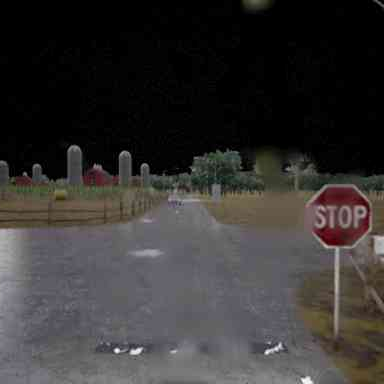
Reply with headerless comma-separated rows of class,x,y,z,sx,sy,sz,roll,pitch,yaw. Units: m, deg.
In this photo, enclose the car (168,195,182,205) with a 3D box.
car,-2.809,1.251,54.723,2.097,1.767,4.553,0,0,0
